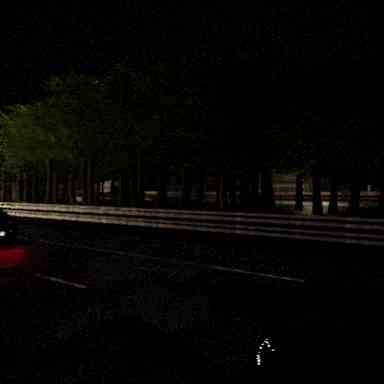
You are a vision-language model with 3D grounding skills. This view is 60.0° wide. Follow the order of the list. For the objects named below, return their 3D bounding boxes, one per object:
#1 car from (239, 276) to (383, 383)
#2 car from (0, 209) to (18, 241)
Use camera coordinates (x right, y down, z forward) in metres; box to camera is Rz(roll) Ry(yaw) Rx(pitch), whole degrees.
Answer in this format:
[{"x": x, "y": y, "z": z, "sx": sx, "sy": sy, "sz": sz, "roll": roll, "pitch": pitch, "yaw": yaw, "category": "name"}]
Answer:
[{"x": 3.040, "y": 1.228, "z": 1.807, "sx": 5.566, "sy": 2.045, "sz": 2.150, "roll": 1, "pitch": 0, "yaw": 36, "category": "car"}, {"x": -9.674, "y": 1.422, "z": 14.772, "sx": 4.892, "sy": 1.490, "sz": 1.837, "roll": 0, "pitch": 0, "yaw": 34, "category": "car"}]
